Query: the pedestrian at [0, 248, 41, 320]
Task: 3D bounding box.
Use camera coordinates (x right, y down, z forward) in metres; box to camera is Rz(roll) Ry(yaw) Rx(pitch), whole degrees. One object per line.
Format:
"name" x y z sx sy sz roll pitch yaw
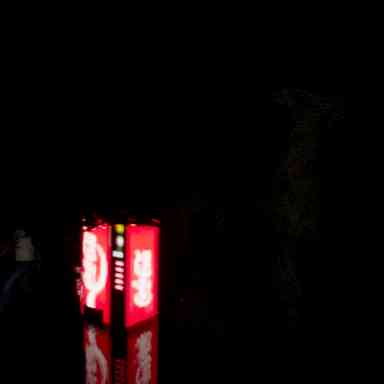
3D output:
"pedestrian" -2.776 1.116 5.389 0.375 1.860 0.375 1 1 35

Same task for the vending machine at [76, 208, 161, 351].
"vending machine" -1.242 1.357 5.735 0.880 2.100 1.100 1 1 35
